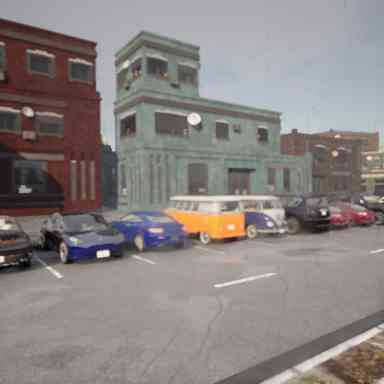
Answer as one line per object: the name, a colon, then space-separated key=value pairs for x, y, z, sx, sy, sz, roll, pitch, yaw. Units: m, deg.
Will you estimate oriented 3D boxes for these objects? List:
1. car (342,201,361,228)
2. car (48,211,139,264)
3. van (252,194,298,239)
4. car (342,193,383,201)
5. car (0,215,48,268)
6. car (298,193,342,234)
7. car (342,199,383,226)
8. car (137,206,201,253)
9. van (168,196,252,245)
car: x=7.223 y=1.422 z=20.126 sx=2.002 sy=1.452 sz=4.674 roll=0 pitch=0 yaw=-35
car: x=-4.077 y=1.473 z=12.041 sx=2.163 sy=1.488 sz=4.792 roll=0 pitch=0 yaw=-35
van: x=2.761 y=1.177 z=16.806 sx=1.878 sy=1.987 sz=4.442 roll=0 pitch=0 yaw=-35
car: x=11.662 y=1.115 z=23.256 sx=2.435 sy=2.045 sz=5.566 roll=0 pitch=0 yaw=-35
car: x=-6.354 y=1.461 z=10.448 sx=2.231 sy=1.521 sz=4.892 roll=0 pitch=0 yaw=-35
car: x=4.941 y=1.141 z=18.538 sx=2.435 sy=2.045 sz=5.566 roll=0 pitch=0 yaw=-35
car: x=9.434 y=1.414 z=21.700 sx=2.002 sy=1.452 sz=4.674 roll=0 pitch=0 yaw=-35
car: x=-1.932 y=1.470 z=13.603 sx=2.002 sy=1.452 sz=4.674 roll=0 pitch=0 yaw=-35
van: x=0.364 y=1.190 z=15.385 sx=1.878 sy=1.987 sz=4.442 roll=0 pitch=0 yaw=-35
